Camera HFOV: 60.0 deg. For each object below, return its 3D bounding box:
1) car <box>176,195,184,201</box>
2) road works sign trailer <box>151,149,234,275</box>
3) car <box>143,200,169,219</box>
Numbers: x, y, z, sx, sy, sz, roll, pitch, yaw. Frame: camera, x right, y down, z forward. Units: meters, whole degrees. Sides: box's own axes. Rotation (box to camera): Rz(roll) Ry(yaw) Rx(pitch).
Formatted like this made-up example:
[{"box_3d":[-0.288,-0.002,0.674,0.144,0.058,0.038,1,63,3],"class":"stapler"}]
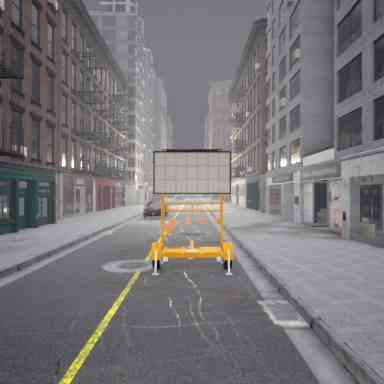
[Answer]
[{"box_3d":[-2.979,1.482,82.036,2.033,1.411,5.357,0,0,0],"class":"car"},{"box_3d":[0.009,0.462,10.413,2.380,3.560,2.880,0,0,0],"class":"road works sign trailer"},{"box_3d":[-3.092,1.467,29.156,1.882,1.535,5.008,0,0,0],"class":"car"}]
